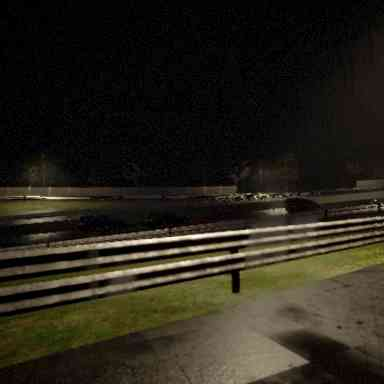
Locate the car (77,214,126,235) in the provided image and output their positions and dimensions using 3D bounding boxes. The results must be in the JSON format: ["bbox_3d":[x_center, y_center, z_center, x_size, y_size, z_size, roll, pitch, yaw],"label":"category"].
[{"bbox_3d":[-10.702,3.641,39.329,5.566,2.045,2.150,-4,2,-28],"label":"car"}]

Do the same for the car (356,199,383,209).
[{"bbox_3d":[27.847,1.820,51.758,5.357,1.411,2.033,-4,2,-28],"label":"car"}]

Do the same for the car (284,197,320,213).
[{"bbox_3d":[16.531,2.084,49.742,5.566,2.045,2.150,-4,2,-28],"label":"car"}]

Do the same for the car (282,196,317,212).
[{"bbox_3d":[17.545,1.904,54.234,5.566,2.045,2.150,-4,2,-28],"label":"car"}]

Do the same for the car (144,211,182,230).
[{"bbox_3d":[-2.888,3.290,39.494,5.566,2.045,2.150,-4,2,-28],"label":"car"}]

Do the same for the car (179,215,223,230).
[{"bbox_3d":[1.370,3.475,37.786,4.674,1.442,1.812,-4,2,-28],"label":"car"}]
